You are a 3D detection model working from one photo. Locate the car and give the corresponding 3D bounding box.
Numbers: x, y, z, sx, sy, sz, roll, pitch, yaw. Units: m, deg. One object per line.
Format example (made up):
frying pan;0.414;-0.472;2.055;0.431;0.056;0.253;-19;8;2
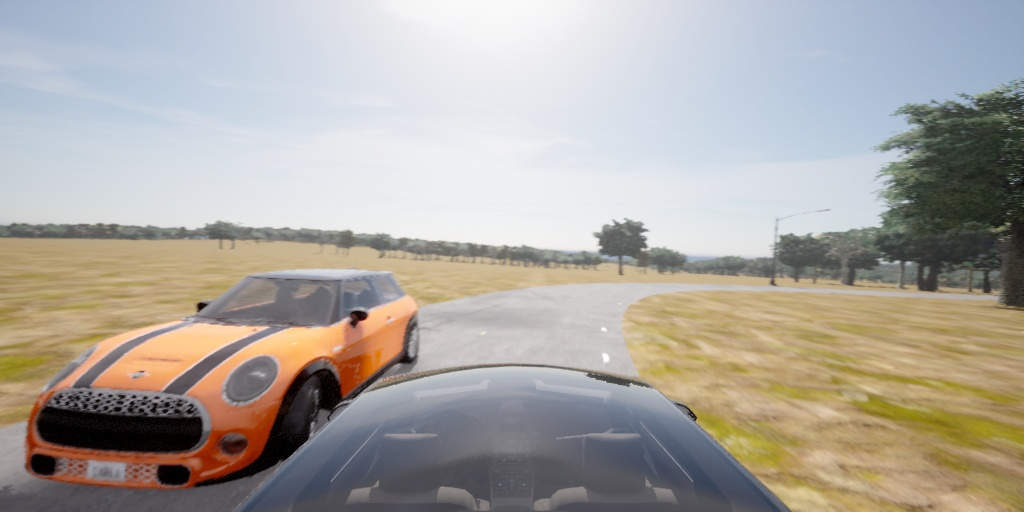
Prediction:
car;-2.836;0.976;4.862;2.097;1.767;4.553;3;0;3
